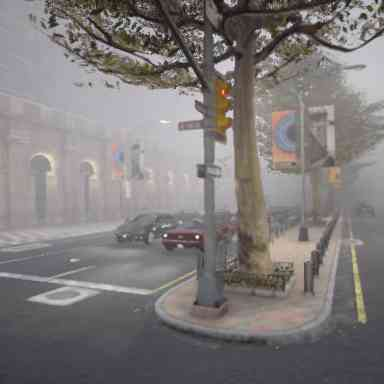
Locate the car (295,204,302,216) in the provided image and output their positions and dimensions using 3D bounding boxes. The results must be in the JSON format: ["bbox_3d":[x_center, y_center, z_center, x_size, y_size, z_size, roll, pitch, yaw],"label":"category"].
[{"bbox_3d":[12.688,2.242,41.638,1.812,1.442,4.674,-1,-1,25],"label":"car"}]

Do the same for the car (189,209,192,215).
[{"bbox_3d":[-0.679,2.176,28.756,1.895,1.301,4.718,-1,-1,25],"label":"car"}]

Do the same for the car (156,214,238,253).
[{"bbox_3d":[0.459,1.908,15.429,1.895,1.301,4.718,-1,-1,25],"label":"car"}]

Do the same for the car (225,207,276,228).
[{"bbox_3d":[4.274,1.788,23.644,2.097,1.767,4.553,-1,-1,25],"label":"car"}]

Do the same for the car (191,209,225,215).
[{"bbox_3d":[1.979,2.123,27.001,1.895,1.301,4.718,-1,-1,25],"label":"car"}]

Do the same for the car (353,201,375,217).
[{"bbox_3d":[20.610,2.110,39.575,1.837,1.490,4.892,-1,-1,25],"label":"car"}]

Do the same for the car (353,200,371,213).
[{"bbox_3d":[24.988,2.104,48.999,2.097,1.767,4.553,-1,-1,25],"label":"car"}]

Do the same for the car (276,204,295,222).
[{"bbox_3d":[8.312,2.119,32.319,2.033,1.411,5.357,-1,-1,25],"label":"car"}]

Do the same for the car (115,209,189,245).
[{"bbox_3d":[-2.189,1.887,18.040,1.837,1.490,4.892,-1,-1,25],"label":"car"}]
